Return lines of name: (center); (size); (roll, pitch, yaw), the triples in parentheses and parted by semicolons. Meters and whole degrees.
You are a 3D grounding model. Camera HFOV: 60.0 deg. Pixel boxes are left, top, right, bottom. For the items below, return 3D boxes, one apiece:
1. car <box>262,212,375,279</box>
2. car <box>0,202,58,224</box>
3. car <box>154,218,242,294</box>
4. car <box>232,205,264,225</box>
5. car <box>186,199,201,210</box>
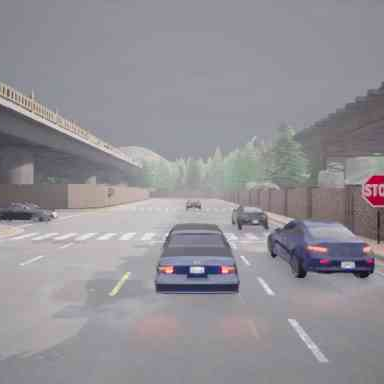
car: (3.597, 1.526, 9.965); (1.812, 1.442, 4.674); (0, 0, 0)
car: (-12.410, 1.491, 24.318); (4.902, 1.511, 2.128); (0, 0, 2)
car: (0.099, 1.547, 8.908); (2.033, 1.411, 5.357); (0, 0, 0)
car: (3.657, 1.526, 21.346); (1.812, 1.442, 4.674); (0, 0, 0)
car: (0.199, 1.601, 43.623); (1.895, 1.301, 4.718); (0, 0, -1)
